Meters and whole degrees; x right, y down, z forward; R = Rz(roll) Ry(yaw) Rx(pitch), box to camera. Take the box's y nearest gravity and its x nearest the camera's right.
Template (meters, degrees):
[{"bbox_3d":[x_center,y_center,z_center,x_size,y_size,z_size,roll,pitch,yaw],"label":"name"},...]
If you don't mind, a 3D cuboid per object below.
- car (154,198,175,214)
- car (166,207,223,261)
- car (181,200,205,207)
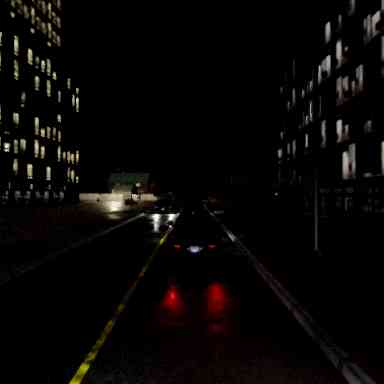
[{"bbox_3d":[-2.847,1.468,35.147,1.837,1.490,4.892,0,0,0],"label":"car"},{"bbox_3d":[0.086,1.508,12.107,1.812,1.442,4.674,0,0,0],"label":"car"},{"bbox_3d":[0.085,1.444,28.006,1.882,1.535,5.008,0,0,0],"label":"car"}]
